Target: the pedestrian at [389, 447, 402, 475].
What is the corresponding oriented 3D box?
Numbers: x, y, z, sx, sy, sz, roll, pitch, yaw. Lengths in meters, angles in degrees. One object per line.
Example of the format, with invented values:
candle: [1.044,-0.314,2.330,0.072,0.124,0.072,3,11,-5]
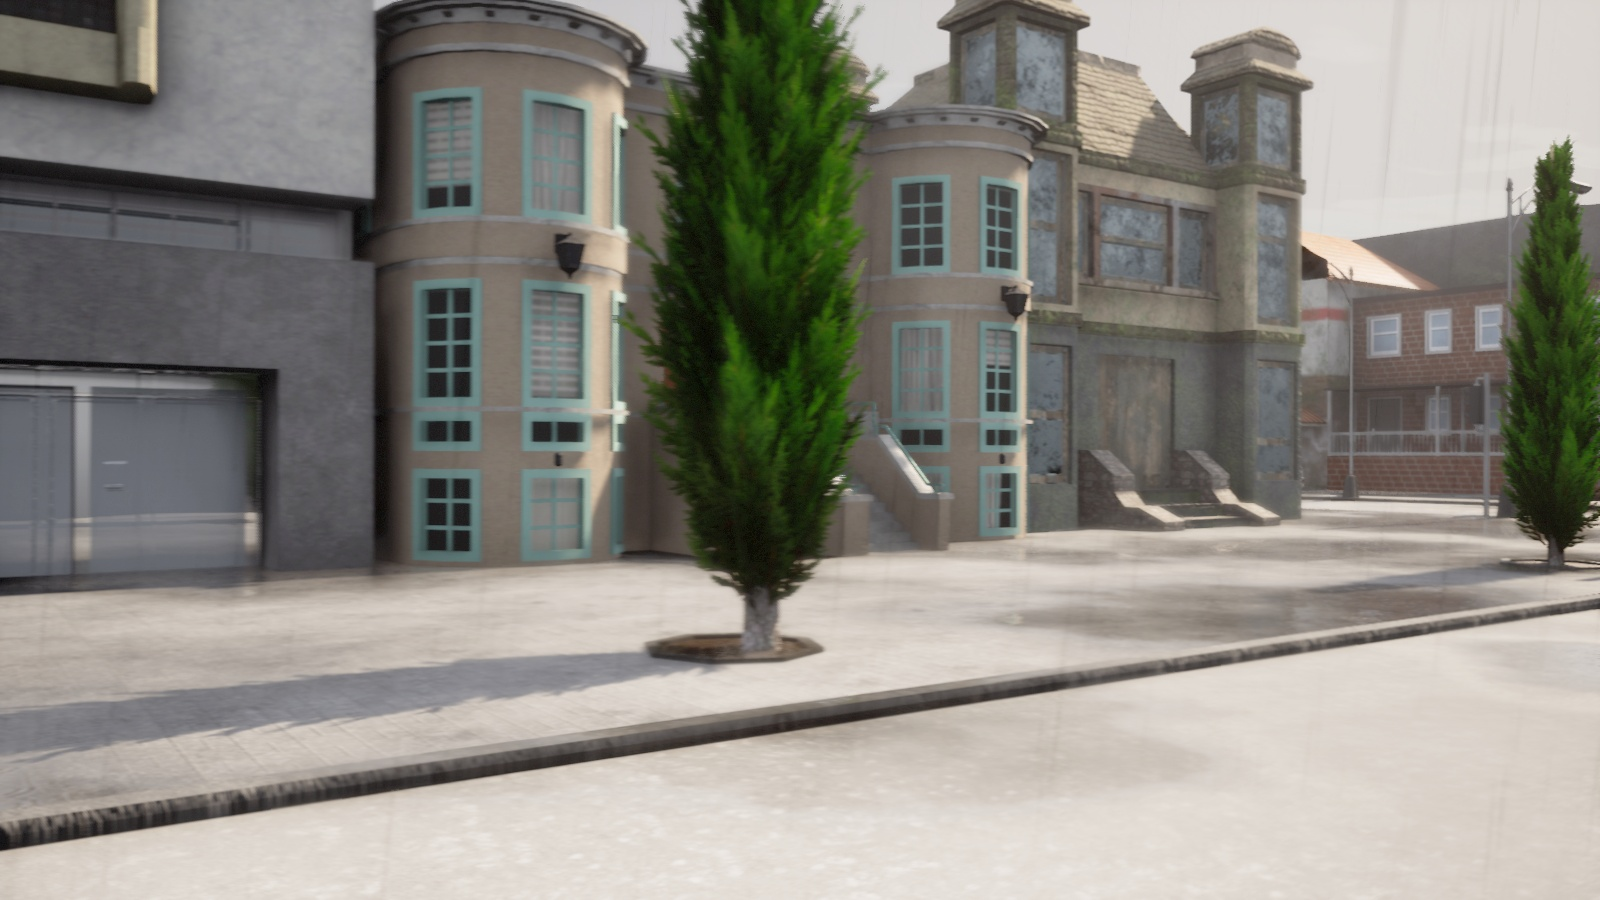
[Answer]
pedestrian: [-26.275,0.710,81.555,0.634,1.844,0.899,0,0,-33]
